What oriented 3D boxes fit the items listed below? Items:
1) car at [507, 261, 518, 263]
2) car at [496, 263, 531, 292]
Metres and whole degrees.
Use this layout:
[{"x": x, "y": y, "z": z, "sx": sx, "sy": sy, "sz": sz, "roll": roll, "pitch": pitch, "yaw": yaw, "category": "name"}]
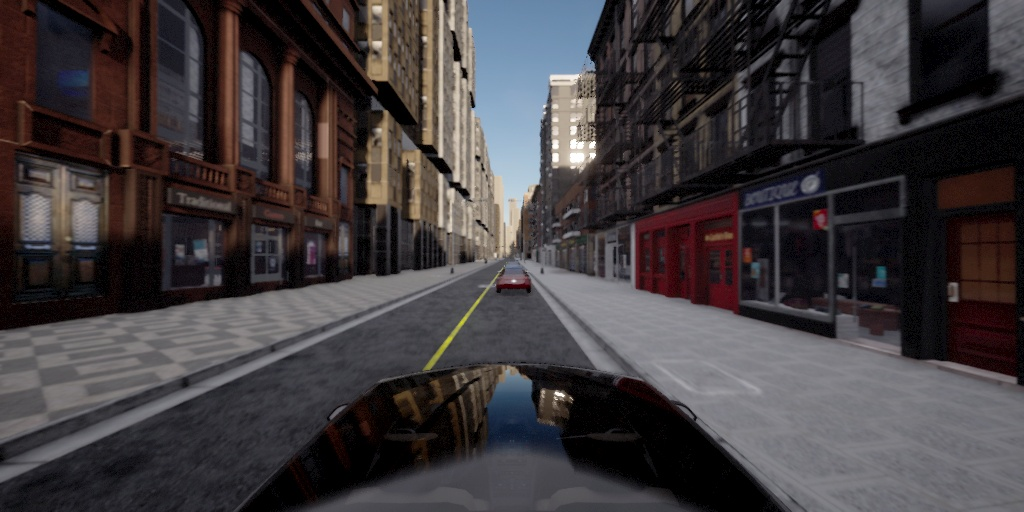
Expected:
[{"x": 0.099, "y": 1.312, "z": 40.729, "sx": 2.033, "sy": 1.411, "sz": 5.357, "roll": 0, "pitch": 0, "yaw": 0, "category": "car"}, {"x": 0.099, "y": 1.323, "z": 21.478, "sx": 1.994, "sy": 1.385, "sz": 4.181, "roll": 0, "pitch": 0, "yaw": 0, "category": "car"}]
